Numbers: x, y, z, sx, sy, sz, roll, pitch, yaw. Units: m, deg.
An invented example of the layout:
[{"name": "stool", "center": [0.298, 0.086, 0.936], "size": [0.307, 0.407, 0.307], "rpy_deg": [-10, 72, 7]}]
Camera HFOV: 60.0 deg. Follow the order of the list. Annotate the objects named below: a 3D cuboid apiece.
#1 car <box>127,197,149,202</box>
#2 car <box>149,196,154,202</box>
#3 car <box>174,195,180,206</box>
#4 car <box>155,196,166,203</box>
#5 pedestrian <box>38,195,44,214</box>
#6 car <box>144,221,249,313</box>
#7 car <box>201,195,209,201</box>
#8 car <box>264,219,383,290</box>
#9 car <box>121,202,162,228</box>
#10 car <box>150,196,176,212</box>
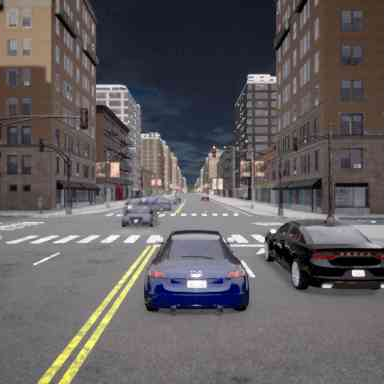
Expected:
[{"name": "car", "center": [-6.630, 1.485, 38.489], "size": [2.128, 1.511, 4.902], "rpy_deg": [0, 0, 0]}, {"name": "car", "center": [-6.633, 1.465, 54.491], "size": [1.882, 1.535, 5.008], "rpy_deg": [0, 0, 0]}, {"name": "car", "center": [-3.381, 1.513, 54.720], "size": [1.812, 1.442, 4.674], "rpy_deg": [0, 0, 0]}, {"name": "car", "center": [-6.556, 1.532, 69.739], "size": [1.994, 1.385, 4.181], "rpy_deg": [0, 0, 0]}, {"name": "pedestrian", "center": [-14.166, 1.165, 31.071], "size": [0.375, 1.860, 0.375], "rpy_deg": [0, 0, 0]}, {"name": "car", "center": [0.082, 1.563, 7.759], "size": [1.994, 1.385, 4.181], "rpy_deg": [0, 0, 0]}, {"name": "car", "center": [3.187, 1.454, 80.561], "size": [1.882, 1.535, 5.008], "rpy_deg": [0, 0, 0]}, {"name": "car", "center": [3.331, 1.477, 9.137], "size": [1.882, 1.535, 5.008], "rpy_deg": [0, 0, 0]}, {"name": "car", "center": [-3.367, 1.559, 22.025], "size": [1.994, 1.385, 4.181], "rpy_deg": [0, 0, 0]}, {"name": "car", "center": [-3.382, 1.541, 39.485], "size": [2.033, 1.411, 5.357], "rpy_deg": [0, 0, 0]}]
